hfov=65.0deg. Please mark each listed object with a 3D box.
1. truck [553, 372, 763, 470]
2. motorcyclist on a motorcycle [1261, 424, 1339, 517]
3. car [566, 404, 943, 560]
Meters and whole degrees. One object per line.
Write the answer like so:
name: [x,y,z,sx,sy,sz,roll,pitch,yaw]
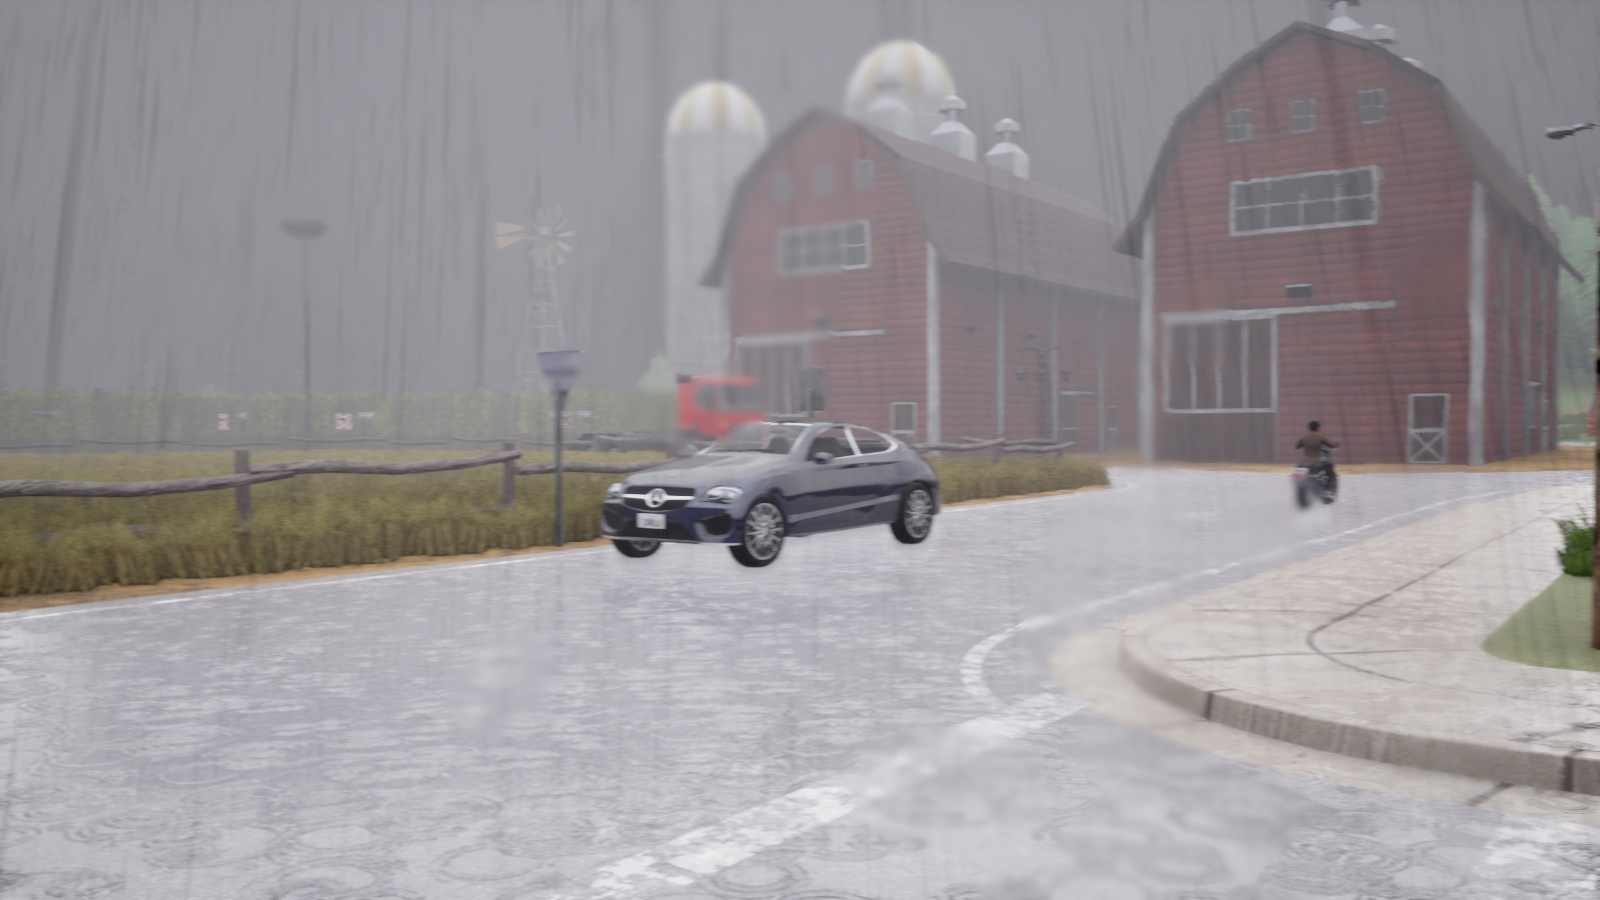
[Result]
truck: [-5.505,-1.105,47.970,7.936,3.462,2.891,1,1,34]
motorcyclist on a motorcycle: [9.308,0.341,23.317,0.766,1.649,2.350,1,1,36]
car: [-0.369,0.291,16.002,2.152,1.651,5.027,1,1,36]
